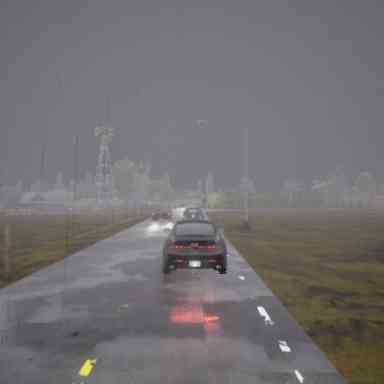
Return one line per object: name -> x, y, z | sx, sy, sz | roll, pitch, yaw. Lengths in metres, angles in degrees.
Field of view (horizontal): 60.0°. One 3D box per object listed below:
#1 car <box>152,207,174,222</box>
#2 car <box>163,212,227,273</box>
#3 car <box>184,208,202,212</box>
car -> -2.844, 2.178, 32.884 | 1.895, 1.301, 4.718 | 0, -1, 0
car -> 0.088, 1.664, 11.183 | 1.837, 1.490, 4.892 | 0, -1, 0
car -> 0.097, 2.013, 27.849 | 2.033, 1.411, 5.357 | 0, -1, 0
